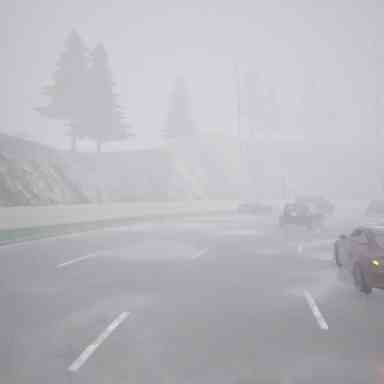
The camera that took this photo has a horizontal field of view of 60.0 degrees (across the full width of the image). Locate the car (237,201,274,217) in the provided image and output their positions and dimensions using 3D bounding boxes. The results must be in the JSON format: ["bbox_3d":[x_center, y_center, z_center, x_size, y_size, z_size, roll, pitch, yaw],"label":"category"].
[{"bbox_3d":[6.389,1.628,32.969,2.128,1.511,4.902,0,0,41],"label":"car"}]

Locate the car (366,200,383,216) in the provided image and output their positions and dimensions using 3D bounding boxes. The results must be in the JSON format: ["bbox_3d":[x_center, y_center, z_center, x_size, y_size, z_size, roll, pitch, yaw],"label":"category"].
[{"bbox_3d":[20.823,1.651,35.767,4.553,1.767,2.097,1,0,-34],"label":"car"}]

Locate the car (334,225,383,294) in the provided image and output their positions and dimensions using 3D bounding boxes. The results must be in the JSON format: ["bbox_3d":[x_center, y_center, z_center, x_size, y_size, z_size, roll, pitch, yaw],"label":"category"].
[{"bbox_3d":[4.985,1.598,8.654,1.812,1.442,4.674,0,0,14],"label":"car"}]

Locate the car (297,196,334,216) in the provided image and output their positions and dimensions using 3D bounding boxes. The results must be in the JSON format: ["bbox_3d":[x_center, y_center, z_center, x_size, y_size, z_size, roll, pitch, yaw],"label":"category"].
[{"bbox_3d":[12.343,1.425,33.774,5.566,2.045,2.150,1,0,-43],"label":"car"}]

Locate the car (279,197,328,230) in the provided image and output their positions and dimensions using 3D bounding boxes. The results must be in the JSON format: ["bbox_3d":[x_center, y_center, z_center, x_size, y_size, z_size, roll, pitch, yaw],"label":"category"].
[{"bbox_3d":[7.560,1.481,22.726,2.097,1.767,4.553,1,0,32],"label":"car"}]
